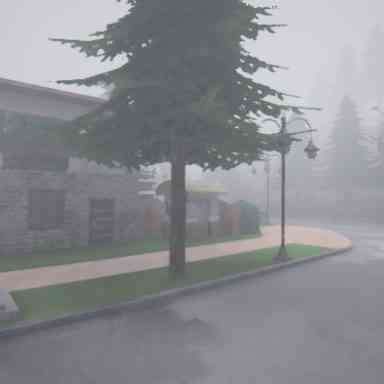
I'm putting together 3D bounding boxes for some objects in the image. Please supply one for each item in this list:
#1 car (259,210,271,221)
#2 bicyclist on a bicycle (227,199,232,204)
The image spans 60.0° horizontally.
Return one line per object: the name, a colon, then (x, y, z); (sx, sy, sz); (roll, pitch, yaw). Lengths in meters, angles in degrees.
car: (4.068, 1.688, 27.582); (4.718, 1.301, 1.895); (0, -1, 45)
bicyclist on a bicycle: (4.131, 1.632, 37.475); (0.582, 1.620, 1.656); (0, -1, 44)
